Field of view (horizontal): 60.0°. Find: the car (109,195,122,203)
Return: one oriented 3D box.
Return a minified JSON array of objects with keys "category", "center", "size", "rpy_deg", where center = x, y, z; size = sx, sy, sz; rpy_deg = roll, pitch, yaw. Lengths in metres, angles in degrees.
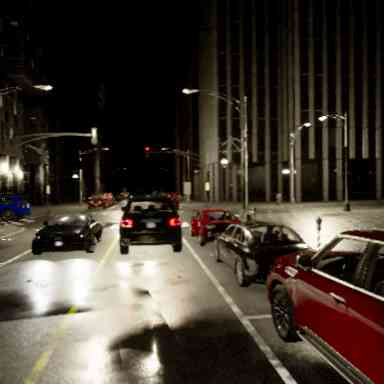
[{"category":"car","center":[-14.235,1.240,62.388],"size":[1.947,1.339,4.313],"rpy_deg":[-1,0,-8]}]

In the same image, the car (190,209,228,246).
[{"category":"car","center":[0.951,1.399,14.382],"size":[1.887,1.381,4.507],"rpy_deg":[-1,1,-8]}]

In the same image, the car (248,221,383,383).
[{"category":"car","center":[2.450,1.247,3.432],"size":[2.192,1.841,5.009],"rpy_deg":[-1,1,-8]}]

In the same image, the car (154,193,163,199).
[{"category":"car","center":[-8.089,1.005,80.311],"size":[1.887,1.381,4.507],"rpy_deg":[-1,0,-8]}]

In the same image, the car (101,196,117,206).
[{"category":"car","center":[-12.702,1.303,51.206],"size":[1.947,1.339,4.313],"rpy_deg":[-1,1,-8]}]

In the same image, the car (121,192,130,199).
[{"category":"car","center":[-18.072,0.851,90.342],"size":[2.192,1.841,5.009],"rpy_deg":[-1,0,-8]}]

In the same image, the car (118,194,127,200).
[{"category":"car","center":[-16.512,1.118,78.992],"size":[1.752,1.417,4.829],"rpy_deg":[-1,0,-8]}]

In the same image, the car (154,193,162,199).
[{"category":"car","center":[-8.855,0.999,85.904],"size":[1.947,1.339,4.313],"rpy_deg":[-1,0,-8]}]

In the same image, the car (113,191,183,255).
[{"category":"car","center":[-1.649,1.124,13.235],"size":[2.150,2.045,5.566],"rpy_deg":[-1,1,-8]}]

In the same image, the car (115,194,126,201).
[{"category":"car","center":[-15.769,1.163,73.569],"size":[1.887,1.381,4.507],"rpy_deg":[-1,0,-8]}]

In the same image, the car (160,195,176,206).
[{"category":"car","center":[-3.489,1.205,46.763],"size":[1.947,1.339,4.313],"rpy_deg":[-1,0,-8]}]

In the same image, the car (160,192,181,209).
[{"category":"car","center":[-2.727,0.990,41.169],"size":[2.192,1.841,5.009],"rpy_deg":[-1,1,-8]}]

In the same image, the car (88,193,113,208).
[{"category":"car","center":[-11.173,1.122,40.022],"size":[2.192,1.841,5.009],"rpy_deg":[-1,1,-8]}]

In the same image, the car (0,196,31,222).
[{"category":"car","center":[-16.230,1.386,27.242],"size":[5.566,2.045,2.150],"rpy_deg":[-2,0,-7]}]

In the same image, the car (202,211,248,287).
[{"category":"car","center":[1.703,1.443,8.908],"size":[2.008,1.369,4.403],"rpy_deg":[-1,1,-8]}]

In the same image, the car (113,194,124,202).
[{"category":"car","center":[-14.979,1.172,67.809],"size":[1.752,1.417,4.829],"rpy_deg":[-1,0,-8]}]

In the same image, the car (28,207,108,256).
[{"category":"car","center":[-4.664,1.512,12.969],"size":[1.994,1.385,4.181],"rpy_deg":[-1,0,-8]}]
